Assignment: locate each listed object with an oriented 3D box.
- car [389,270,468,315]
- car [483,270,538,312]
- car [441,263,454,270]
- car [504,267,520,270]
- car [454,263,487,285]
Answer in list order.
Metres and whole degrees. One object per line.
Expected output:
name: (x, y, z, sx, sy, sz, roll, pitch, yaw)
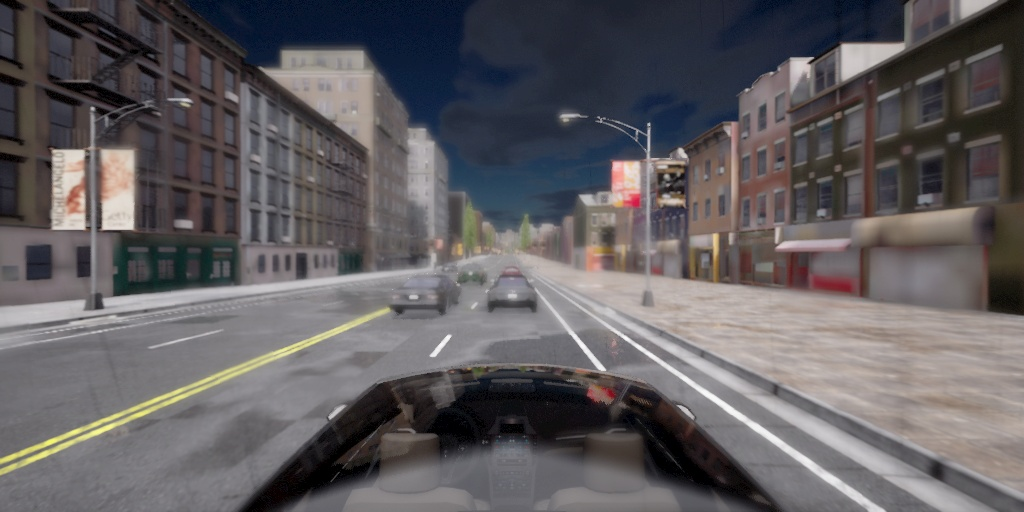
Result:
car: (-3.248, 1.439, 14.370, 2.033, 1.411, 5.357, 0, -1, 0)
car: (0.015, 1.466, 15.203, 1.994, 1.385, 4.181, 0, -1, 0)
car: (-9.860, 1.860, 56.483, 2.128, 1.511, 4.902, 0, 0, 0)
car: (0.008, 1.636, 30.760, 1.812, 1.442, 4.674, 0, -1, 0)
car: (-3.246, 1.455, 30.272, 2.097, 1.767, 4.553, 0, -1, 0)
